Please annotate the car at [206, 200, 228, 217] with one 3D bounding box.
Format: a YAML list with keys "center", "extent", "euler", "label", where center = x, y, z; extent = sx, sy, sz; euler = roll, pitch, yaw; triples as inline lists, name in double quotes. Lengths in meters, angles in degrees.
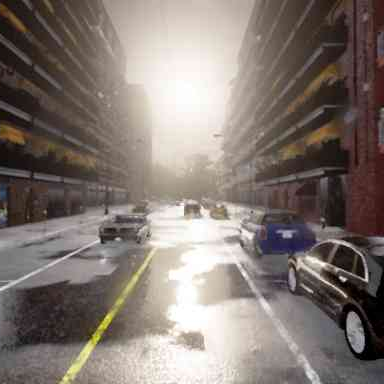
- center: [2.662, 1.768, 33.994]
  extent: [1.752, 1.417, 4.829]
  euler: [1, 0, 0]
  label: "car"

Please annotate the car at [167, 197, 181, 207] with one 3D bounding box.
- center: [-3.084, 1.992, 60.892]
  extent: [1.812, 1.442, 4.674]
  euler: [0, 0, 0]
  label: "car"

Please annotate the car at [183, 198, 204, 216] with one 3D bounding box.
- center: [0.039, 1.737, 36.226]
  extent: [1.882, 1.535, 5.008]
  euler: [0, 0, 0]
  label: "car"

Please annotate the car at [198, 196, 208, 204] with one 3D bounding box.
- center: [2.725, 1.922, 83.936]
  extent: [2.192, 1.841, 5.009]
  euler: [1, 0, 0]
  label: "car"

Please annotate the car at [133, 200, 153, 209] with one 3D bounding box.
- center: [-5.752, 1.723, 39.413]
  extent: [1.967, 1.590, 4.097]
  euler: [1, 0, 0]
  label: "car"

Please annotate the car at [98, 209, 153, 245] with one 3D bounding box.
- center: [-3.123, 1.718, 16.328]
  extent: [1.895, 1.301, 4.718]
  euler: [0, 0, 0]
  label: "car"

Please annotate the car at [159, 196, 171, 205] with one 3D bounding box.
- center: [-5.907, 1.841, 72.822]
  extent: [2.192, 1.841, 5.009]
  euler: [1, 0, 0]
  label: "car"

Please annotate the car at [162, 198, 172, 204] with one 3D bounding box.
- center: [-5.918, 2.133, 78.389]
  extent: [1.947, 1.339, 4.313]
  euler: [1, 0, 0]
  label: "car"

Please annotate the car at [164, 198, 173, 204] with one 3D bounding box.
- center: [-5.926, 2.190, 83.956]
  extent: [1.802, 1.307, 4.206]
  euler: [1, 0, 0]
  label: "car"

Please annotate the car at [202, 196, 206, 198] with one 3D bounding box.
- center: [2.752, 1.970, 61.833]
  extent: [1.752, 1.417, 4.829]
  euler: [1, 0, 0]
  label: "car"

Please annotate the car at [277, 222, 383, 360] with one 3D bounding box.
- center: [3.137, 1.547, 5.975]
  extent: [1.837, 1.490, 4.892]
  euler: [0, 0, 0]
  label: "car"

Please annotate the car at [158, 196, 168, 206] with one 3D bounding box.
- center: [-5.902, 2.036, 67.252]
  extent: [2.008, 1.369, 4.403]
  euler: [1, 0, 0]
  label: "car"

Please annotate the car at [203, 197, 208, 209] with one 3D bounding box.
- center: [2.701, 1.933, 51.169]
  extent: [1.947, 1.339, 4.313]
  euler: [1, 0, 0]
  label: "car"

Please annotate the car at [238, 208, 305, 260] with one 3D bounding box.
- center: [3.095, 1.445, 12.947]
  extent: [2.097, 1.767, 4.553]
  euler: [0, 0, 0]
  label: "car"
